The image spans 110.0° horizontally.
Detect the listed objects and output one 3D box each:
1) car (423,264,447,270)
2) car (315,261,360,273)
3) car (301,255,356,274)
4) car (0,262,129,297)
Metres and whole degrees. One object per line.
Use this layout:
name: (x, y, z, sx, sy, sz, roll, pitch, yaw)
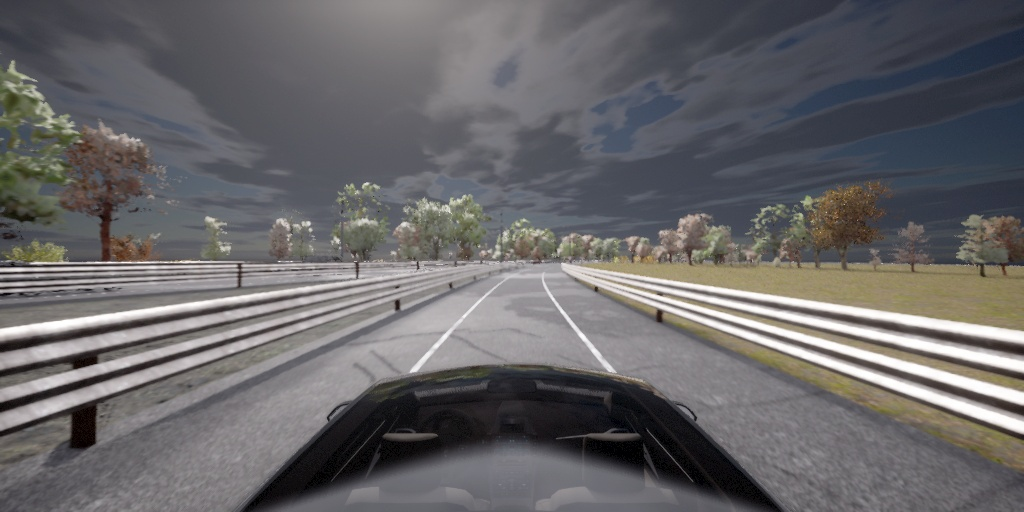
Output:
car: (-11.555, 1.429, 54.412, 2.033, 1.411, 5.357, 0, -1, 17)
car: (-21.520, 1.327, 44.559, 2.033, 1.411, 5.357, 0, -1, 16)
car: (-19.553, 0.923, 38.010, 2.150, 2.045, 5.566, 0, -1, 15)
car: (-21.100, 1.068, 16.895, 1.994, 1.385, 4.181, 0, -1, 13)
